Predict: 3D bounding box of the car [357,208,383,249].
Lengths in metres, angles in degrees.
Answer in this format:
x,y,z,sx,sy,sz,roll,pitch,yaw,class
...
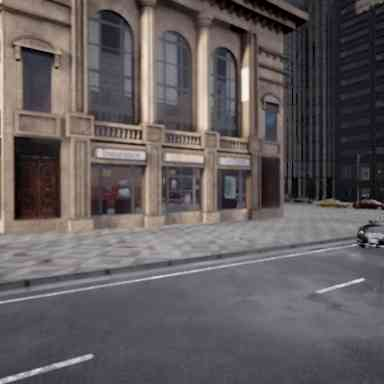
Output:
x,y,z,sx,sy,sz,roll,pitch,yaw,class
8.847,1.599,13.988,4.902,1.511,2.128,1,0,-35,car

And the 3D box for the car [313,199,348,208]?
x,y,z,sx,sy,sz,roll,pitch,yaw,class
20.847,1.660,49.128,1.752,1.417,4.829,0,0,-36,car

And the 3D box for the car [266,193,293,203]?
x,y,z,sx,sy,sz,roll,pitch,yaw,class
17.782,1.260,67.934,2.192,1.841,5.009,0,0,-36,car

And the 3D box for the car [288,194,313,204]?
x,y,z,sx,sy,sz,roll,pitch,yaw,class
21.073,1.561,63.376,1.947,1.339,4.313,0,0,-36,car

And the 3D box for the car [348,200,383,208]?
x,y,z,sx,sy,sz,roll,pitch,yaw,class
24.041,1.723,44.706,1.887,1.381,4.507,0,0,-36,car

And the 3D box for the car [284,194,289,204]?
x,y,z,sx,sy,sz,roll,pitch,yaw,class
14.161,1.581,58.385,1.887,1.381,4.507,0,0,-36,car

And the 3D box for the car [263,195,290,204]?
x,y,z,sx,sy,sz,roll,pitch,yaw,class
16.445,1.408,65.215,2.128,1.511,4.902,0,1,-36,car
